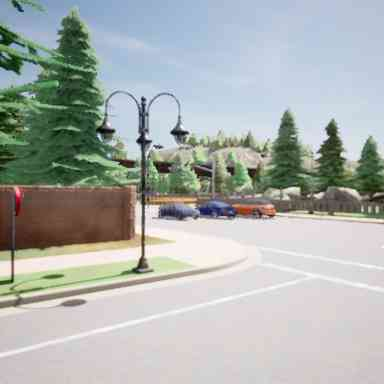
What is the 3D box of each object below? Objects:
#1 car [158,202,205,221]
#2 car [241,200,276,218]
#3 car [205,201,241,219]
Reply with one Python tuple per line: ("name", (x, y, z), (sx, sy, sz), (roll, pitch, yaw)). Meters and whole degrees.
("car", (-1.257, 1.642, 29.075), (1.812, 1.442, 4.674), (0, 0, -38))
("car", (5.688, 1.505, 31.830), (2.097, 1.767, 4.553), (0, 0, -38))
("car", (1.871, 1.612, 31.043), (1.882, 1.535, 5.008), (0, 0, -38))
